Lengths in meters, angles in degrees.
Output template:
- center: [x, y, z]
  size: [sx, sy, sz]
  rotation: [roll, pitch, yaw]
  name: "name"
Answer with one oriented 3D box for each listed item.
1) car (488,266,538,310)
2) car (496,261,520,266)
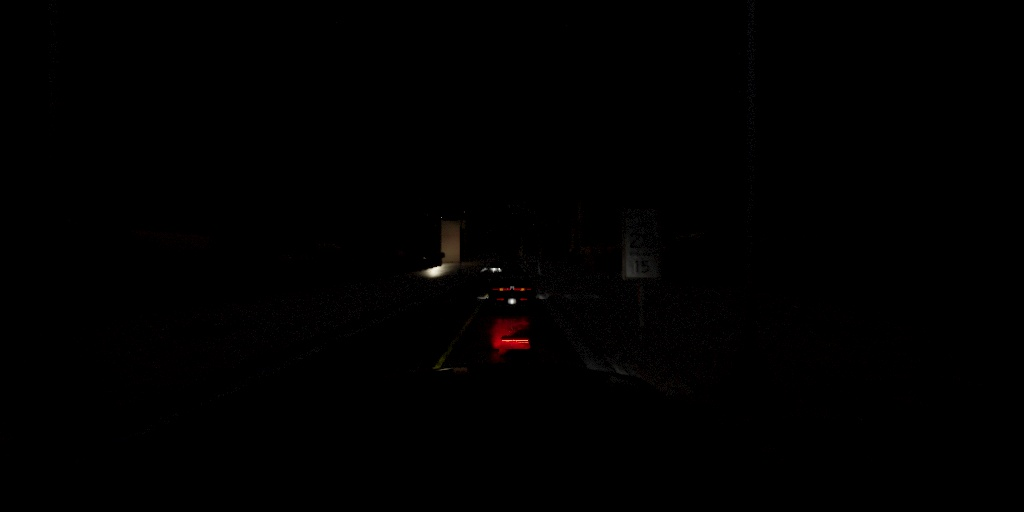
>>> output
- center: [0.024, 1.376, 15.337]
  size: [1.837, 1.490, 4.892]
  rotation: [0, 0, 1]
  name: "car"
- center: [0.024, 1.470, 30.338]
  size: [2.128, 1.511, 4.902]
  rotation: [0, 0, 1]
  name: "car"
